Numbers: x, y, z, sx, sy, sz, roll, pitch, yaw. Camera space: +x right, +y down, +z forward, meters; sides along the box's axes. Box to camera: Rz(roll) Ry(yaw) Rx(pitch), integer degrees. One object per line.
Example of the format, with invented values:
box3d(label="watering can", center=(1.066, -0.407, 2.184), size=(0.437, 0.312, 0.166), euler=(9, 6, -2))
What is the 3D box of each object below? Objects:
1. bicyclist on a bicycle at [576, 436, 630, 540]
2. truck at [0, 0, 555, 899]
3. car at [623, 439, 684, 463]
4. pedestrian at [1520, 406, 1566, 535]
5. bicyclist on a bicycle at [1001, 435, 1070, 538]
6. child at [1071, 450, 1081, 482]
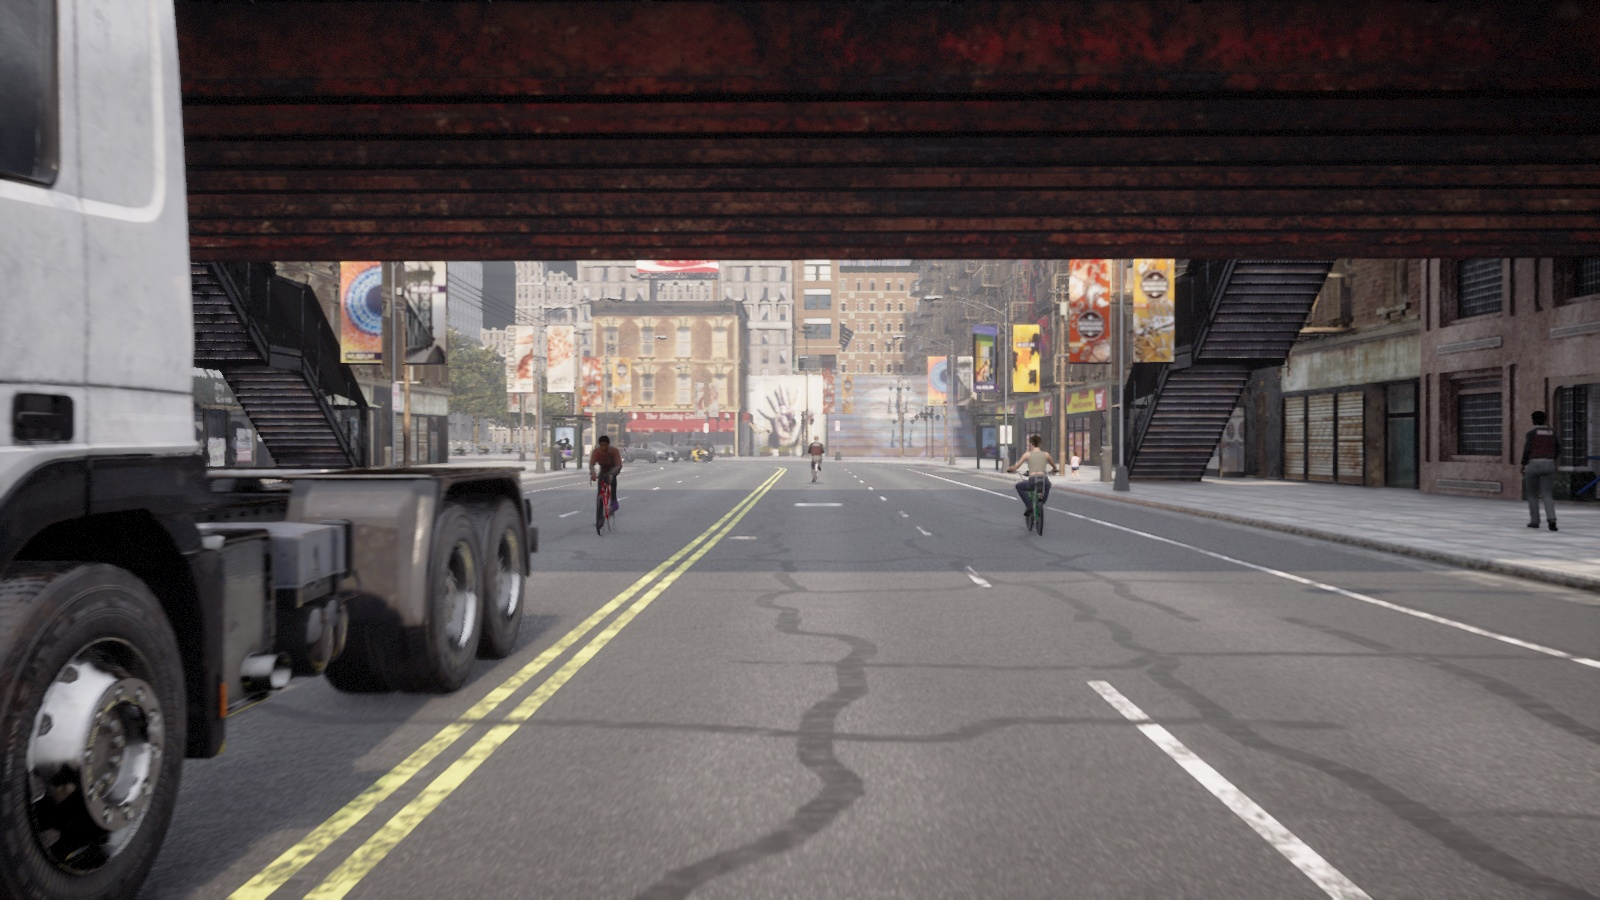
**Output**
box3d(label="bicyclist on a bicycle", center=(-3.175, 0.582, 20.358), size=(0.582, 1.620, 1.656), euler=(0, 1, 1))
box3d(label="truck", center=(-3.424, -0.272, 5.913), size=(2.891, 3.462, 7.936), euler=(0, 0, 1))
box3d(label="car", center=(-10.915, 0.057, 93.158), size=(2.242, 1.667, 4.611), euler=(0, 0, -42))
box3d(label="pedestrian", center=(11.349, 0.305, 19.195), size=(0.402, 1.930, 0.666), euler=(0, 0, 12))
box3d(label="bicyclist on a bicycle", center=(3.825, 0.571, 20.492), size=(0.866, 1.612, 1.509), euler=(0, 0, 1))
box3d(label="child", center=(9.539, 0.547, 43.376), size=(0.255, 1.110, 0.394), euler=(0, 0, -1))
